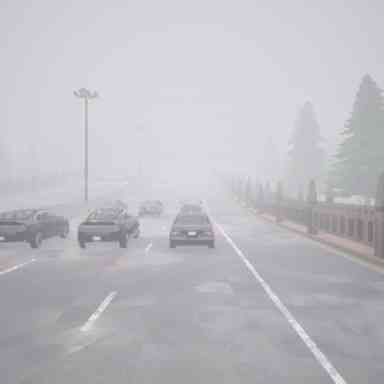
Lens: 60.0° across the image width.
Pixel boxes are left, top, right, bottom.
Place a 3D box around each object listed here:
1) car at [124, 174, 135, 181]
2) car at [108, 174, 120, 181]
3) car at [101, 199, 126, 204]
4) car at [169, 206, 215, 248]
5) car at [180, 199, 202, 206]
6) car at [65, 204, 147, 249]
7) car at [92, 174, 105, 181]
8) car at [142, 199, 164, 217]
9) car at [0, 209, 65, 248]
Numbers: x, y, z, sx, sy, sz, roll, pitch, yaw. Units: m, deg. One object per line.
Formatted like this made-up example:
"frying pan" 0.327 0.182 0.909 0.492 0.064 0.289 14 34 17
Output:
"car" -14.333 -3.305 76.093 1.812 1.442 4.674 0 7 0
"car" -17.833 -3.305 76.073 1.812 1.442 4.674 0 7 0
"car" -7.076 1.360 29.654 2.033 1.411 5.357 0 2 0
"car" 0.000 1.563 14.656 2.033 1.411 5.357 0 0 0
"car" -0.076 1.331 29.692 1.812 1.442 4.674 0 2 0
"car" -3.500 1.495 14.655 2.128 1.511 4.902 0 0 0
"car" -21.333 -3.351 76.049 1.882 1.535 5.008 0 7 0
"car" -3.576 1.360 29.673 2.033 1.411 5.357 0 2 0
"car" -7.000 1.495 14.653 2.128 1.511 4.902 0 0 0
